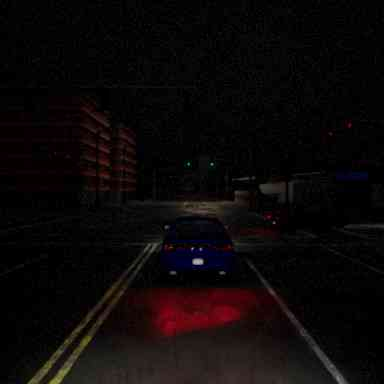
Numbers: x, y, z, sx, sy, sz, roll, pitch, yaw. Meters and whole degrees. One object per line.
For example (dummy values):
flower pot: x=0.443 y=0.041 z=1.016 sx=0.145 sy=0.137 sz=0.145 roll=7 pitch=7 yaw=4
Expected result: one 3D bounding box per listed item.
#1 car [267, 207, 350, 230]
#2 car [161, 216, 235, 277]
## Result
car: x=7.299 y=1.610 z=20.861 sx=4.718 sy=1.301 sz=1.895 roll=0 pitch=0 yaw=-9
car: x=0.143 y=1.480 z=10.260 sx=1.882 sy=1.535 sz=5.008 roll=0 pitch=0 yaw=0
